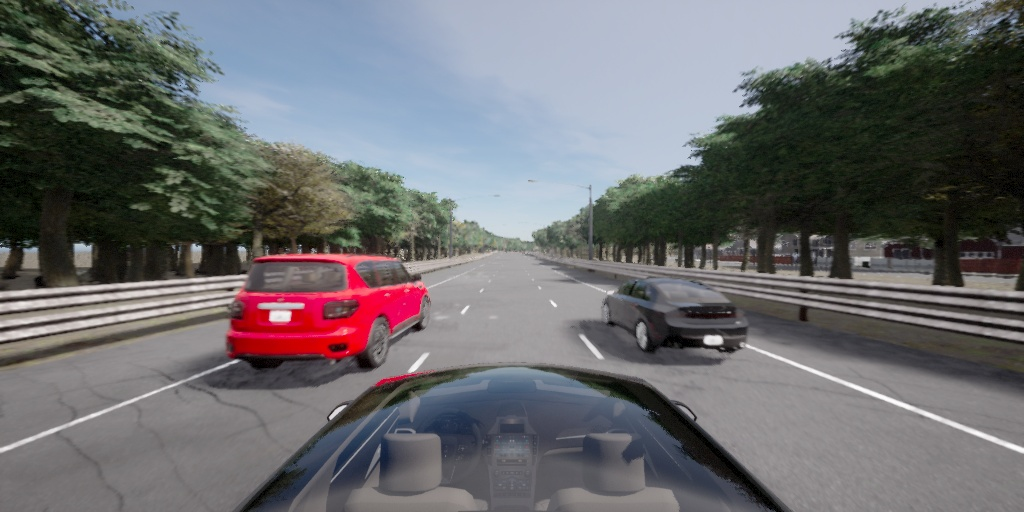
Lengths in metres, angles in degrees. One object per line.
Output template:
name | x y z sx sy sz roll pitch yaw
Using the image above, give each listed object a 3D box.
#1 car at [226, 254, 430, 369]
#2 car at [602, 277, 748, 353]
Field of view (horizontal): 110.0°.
car | -3.402 0.981 7.945 2.150 2.045 5.566 0 0 0
car | 3.602 1.267 8.843 1.837 1.490 4.892 0 0 0
